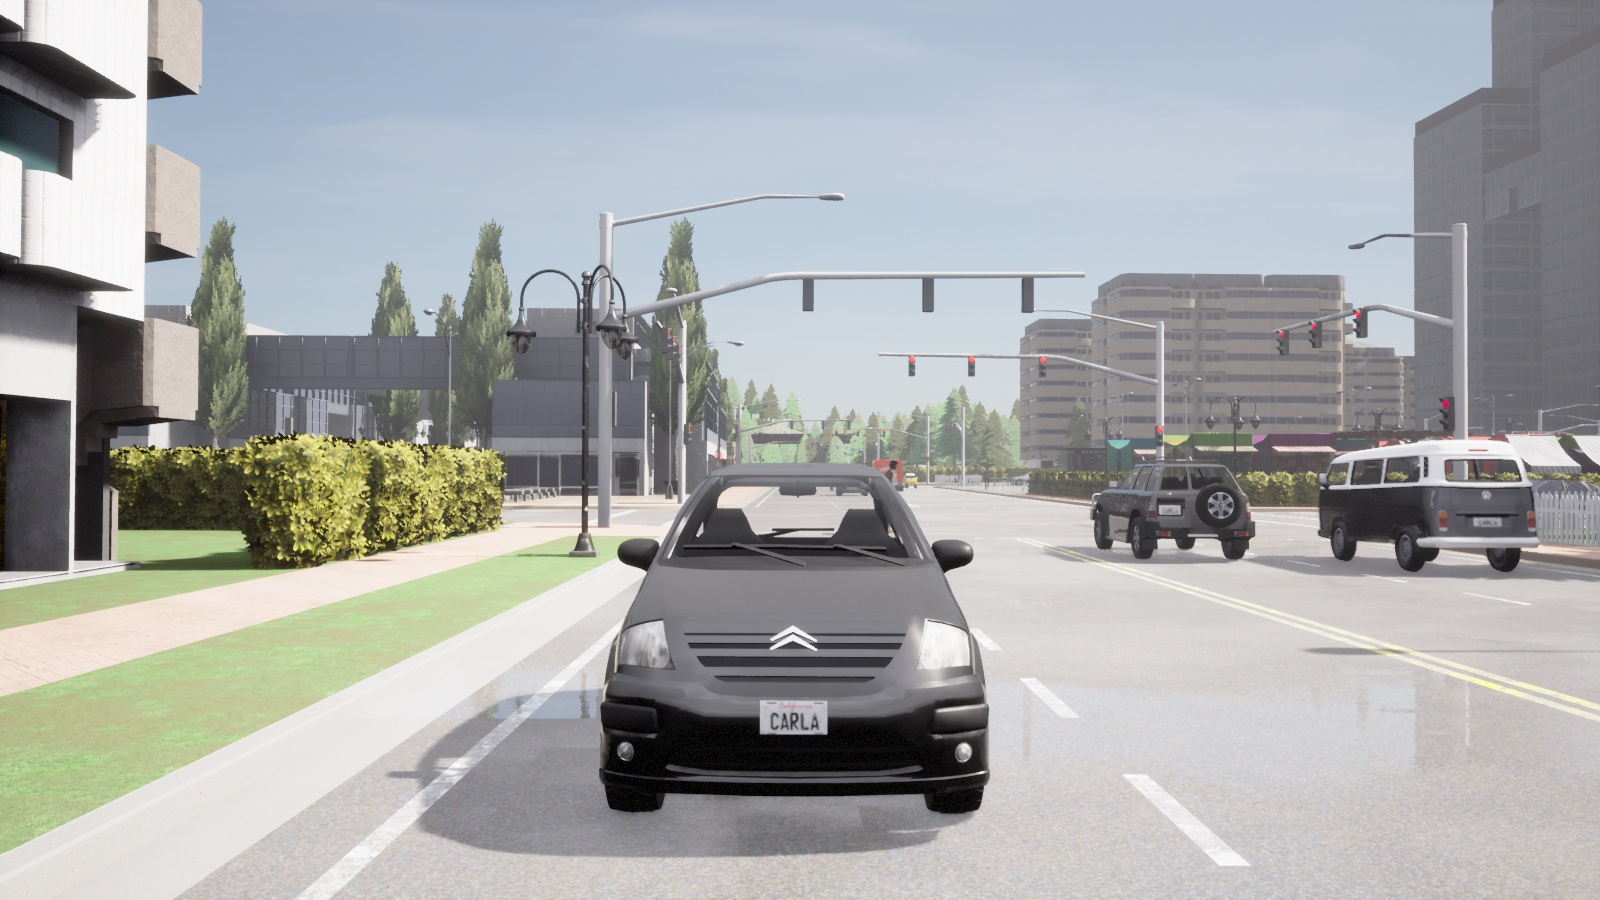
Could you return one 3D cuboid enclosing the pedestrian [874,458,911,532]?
[{"bbox_3d":[2.282,1.112,31.025,0.869,1.805,0.328,0,-1,-25],"label":"pedestrian"}]

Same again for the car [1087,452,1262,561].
[{"bbox_3d":[6.944,1.001,23.822,1.932,1.855,4.605,0,-1,0],"label":"car"}]

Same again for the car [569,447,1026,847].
[{"bbox_3d":[-0.017,0.831,7.098,1.851,1.617,3.988,0,-1,0],"label":"car"}]

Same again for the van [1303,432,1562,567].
[{"bbox_3d":[10.451,0.839,21.226,2.069,2.038,4.480,0,-2,0],"label":"van"}]

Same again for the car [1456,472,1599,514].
[{"bbox_3d":[26.297,1.494,44.169,5.357,1.411,2.033,0,-1,-1],"label":"car"}]
